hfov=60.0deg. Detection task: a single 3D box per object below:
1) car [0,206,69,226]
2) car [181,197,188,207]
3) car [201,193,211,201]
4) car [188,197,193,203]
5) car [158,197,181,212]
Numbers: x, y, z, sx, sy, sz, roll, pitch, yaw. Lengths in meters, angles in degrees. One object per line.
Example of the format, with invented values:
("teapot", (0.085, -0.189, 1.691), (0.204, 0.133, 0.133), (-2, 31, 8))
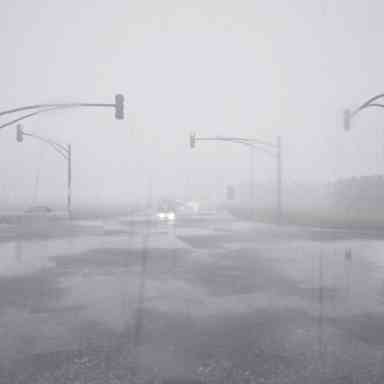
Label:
("car", (-11.082, 1.629, 23.208), (4.718, 1.301, 1.895), (0, 0, -21))
("car", (-2.137, 1.518, 51.027), (1.812, 1.442, 4.674), (0, 0, 3))
("car", (3.412, 1.190, 79.138), (2.150, 2.045, 5.566), (0, 0, 5))
("car", (-0.977, 1.579, 68.180), (1.895, 1.301, 4.718), (0, 0, 5))
("car", (-2.764, 1.490, 38.194), (2.128, 1.511, 4.902), (0, 0, 2))
